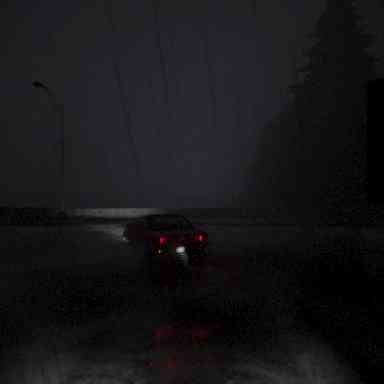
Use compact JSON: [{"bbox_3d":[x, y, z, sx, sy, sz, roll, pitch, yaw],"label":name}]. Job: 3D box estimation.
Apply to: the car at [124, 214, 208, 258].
[{"bbox_3d":[-1.202,1.484,12.435,1.895,1.301,4.718,0,1,-22],"label":"car"}]
